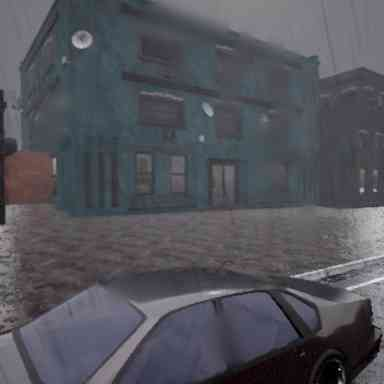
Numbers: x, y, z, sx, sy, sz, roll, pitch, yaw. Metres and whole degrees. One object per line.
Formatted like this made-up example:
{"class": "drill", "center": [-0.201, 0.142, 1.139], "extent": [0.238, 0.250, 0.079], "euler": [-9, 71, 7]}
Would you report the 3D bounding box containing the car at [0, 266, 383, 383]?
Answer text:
{"class": "car", "center": [-0.245, 1.546, 3.201], "extent": [5.357, 1.411, 2.033], "euler": [0, 0, -35]}
